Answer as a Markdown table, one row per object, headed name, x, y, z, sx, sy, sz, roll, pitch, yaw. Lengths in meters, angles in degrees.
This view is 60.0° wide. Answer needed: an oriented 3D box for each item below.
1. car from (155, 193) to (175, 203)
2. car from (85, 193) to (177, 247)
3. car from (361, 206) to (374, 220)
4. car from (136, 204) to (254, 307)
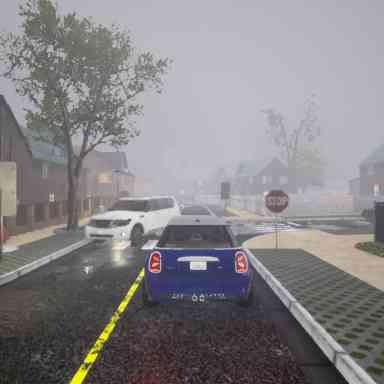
| name | x | y | z | sx | sy | sz | roll | pitch | yaw |
| --- | --- | --- | --- | --- | --- | --- | --- | --- | --- |
| car | -5.854 | 1.327 | 71.834 | 2.150 | 2.045 | 5.566 | 0 | 0 | -31 |
| car | -2.462 | 1.213 | 15.498 | 2.150 | 2.045 | 5.566 | -2 | -1 | 24 |
| car | 13.385 | 1.202 | 21.746 | 4.181 | 1.385 | 1.994 | -1 | 0 | -2 |
| car | 0.117 | 1.350 | 8.133 | 2.097 | 1.767 | 4.553 | 0 | 0 | 0 |
